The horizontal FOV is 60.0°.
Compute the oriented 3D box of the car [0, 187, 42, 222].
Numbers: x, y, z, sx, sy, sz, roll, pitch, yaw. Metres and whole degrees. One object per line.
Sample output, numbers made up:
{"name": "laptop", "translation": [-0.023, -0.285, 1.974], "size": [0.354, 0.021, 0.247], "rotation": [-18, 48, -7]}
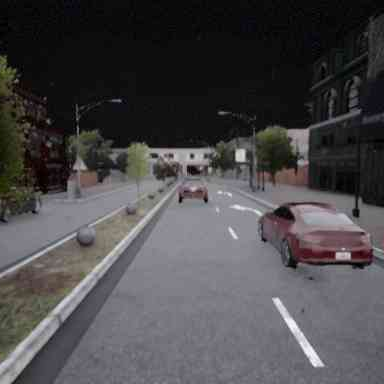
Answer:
{"name": "car", "translation": [-9.002, 0.479, 16.090], "size": [2.231, 1.521, 4.892], "rotation": [0, 4, 0]}

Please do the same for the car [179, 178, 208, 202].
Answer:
{"name": "car", "translation": [0.089, -0.272, 25.570], "size": [2.097, 1.767, 4.553], "rotation": [0, 4, 0]}

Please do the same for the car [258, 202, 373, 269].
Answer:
{"name": "car", "translation": [3.099, 0.995, 9.101], "size": [1.812, 1.442, 4.674], "rotation": [0, 4, 0]}
